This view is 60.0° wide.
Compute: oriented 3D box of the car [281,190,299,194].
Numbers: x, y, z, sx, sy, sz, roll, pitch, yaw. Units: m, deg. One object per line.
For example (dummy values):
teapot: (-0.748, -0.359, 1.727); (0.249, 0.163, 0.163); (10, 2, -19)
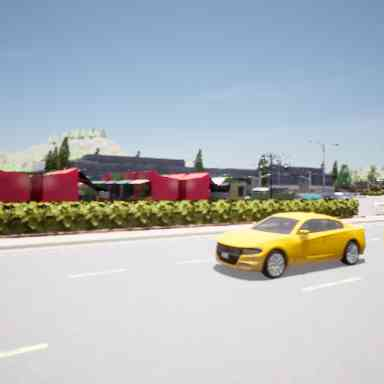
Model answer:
car: (20.502, 0.692, 67.086); (1.970, 1.475, 3.806); (0, 1, -30)

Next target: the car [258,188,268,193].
car: (16.522, 0.124, 84.932); (1.932, 1.855, 4.605); (0, 1, -30)

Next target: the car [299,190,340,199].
car: (18.387, 0.709, 48.274); (1.932, 1.855, 4.605); (0, 1, -30)

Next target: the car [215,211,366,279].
car: (2.992, 1.360, 9.784); (5.008, 1.535, 1.882); (0, 1, -31)

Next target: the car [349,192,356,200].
car: (23.170, 0.972, 51.144); (1.970, 1.475, 3.806); (0, 1, -30)

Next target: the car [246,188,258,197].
car: (13.999, 0.115, 83.513); (1.905, 1.878, 3.866); (0, 1, -30)

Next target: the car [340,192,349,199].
car: (20.673, 0.929, 49.679); (1.784, 1.438, 3.905); (0, 1, -30)
